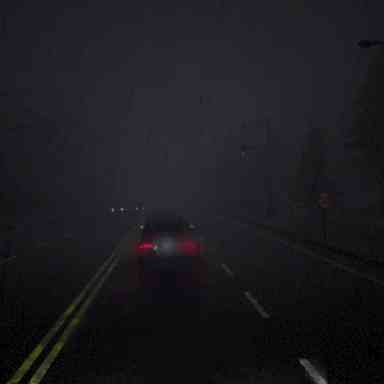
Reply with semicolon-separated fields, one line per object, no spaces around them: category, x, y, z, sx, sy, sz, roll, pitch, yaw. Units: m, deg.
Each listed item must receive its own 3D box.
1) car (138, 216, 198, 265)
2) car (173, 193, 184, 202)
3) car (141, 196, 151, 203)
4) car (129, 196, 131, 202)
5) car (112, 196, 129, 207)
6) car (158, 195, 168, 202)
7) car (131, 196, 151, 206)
car;-0.865;1.550;11.701;2.033;1.411;5.357;0;0;-5
car;-2.964;1.204;74.047;2.150;2.045;5.566;0;0;-5
car;-9.548;1.558;69.077;1.812;1.442;4.674;0;0;-5
car;-13.046;1.549;68.904;1.837;1.490;4.892;0;0;-5
car;-11.767;1.648;53.818;1.895;1.301;4.718;0;0;-5
car;-6.444;1.349;73.677;2.097;1.767;4.553;0;0;-5
car;-8.284;1.524;54.158;2.128;1.511;4.902;0;0;-5
